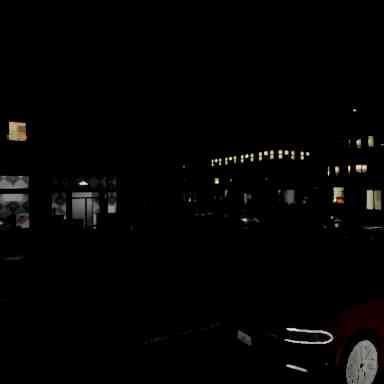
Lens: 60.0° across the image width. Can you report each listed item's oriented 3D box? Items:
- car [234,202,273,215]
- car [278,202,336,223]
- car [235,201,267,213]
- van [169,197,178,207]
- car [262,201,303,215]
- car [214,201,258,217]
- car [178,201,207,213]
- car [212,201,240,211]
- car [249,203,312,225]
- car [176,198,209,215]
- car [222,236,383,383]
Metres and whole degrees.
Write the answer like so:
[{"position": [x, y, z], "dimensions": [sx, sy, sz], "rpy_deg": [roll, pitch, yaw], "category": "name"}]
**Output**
[{"position": [7.005, 1.909, 38.565], "dimensions": [1.895, 1.301, 4.718], "rpy_deg": [-1, 0, -29], "category": "car"}, {"position": [9.520, 1.708, 27.606], "dimensions": [2.128, 1.511, 4.902], "rpy_deg": [-1, 0, -29], "category": "car"}, {"position": [7.554, 1.904, 42.886], "dimensions": [1.802, 1.307, 4.206], "rpy_deg": [-1, 0, -29], "category": "car"}, {"position": [-3.313, 1.908, 62.179], "dimensions": [1.690, 1.788, 3.998], "rpy_deg": [-1, 0, -29], "category": "van"}, {"position": [10.269, 1.810, 38.063], "dimensions": [2.008, 1.369, 4.403], "rpy_deg": [-1, 0, -29], "category": "car"}, {"position": [4.863, 1.804, 35.878], "dimensions": [1.882, 1.535, 5.008], "rpy_deg": [-1, 0, -29], "category": "car"}, {"position": [0.024, 1.964, 44.487], "dimensions": [1.812, 1.442, 4.674], "rpy_deg": [-1, 0, -29], "category": "car"}, {"position": [4.839, 1.967, 47.709], "dimensions": [1.802, 1.307, 4.206], "rpy_deg": [-1, 0, -29], "category": "car"}, {"position": [6.955, 1.814, 26.621], "dimensions": [1.947, 1.339, 4.313], "rpy_deg": [-1, 0, -29], "category": "car"}, {"position": [0.249, 1.847, 38.773], "dimensions": [1.967, 1.590, 4.097], "rpy_deg": [-1, 0, -29], "category": "car"}, {"position": [2.801, 1.477, 5.206], "dimensions": [5.008, 1.535, 1.882], "rpy_deg": [0, 0, -29], "category": "car"}]
